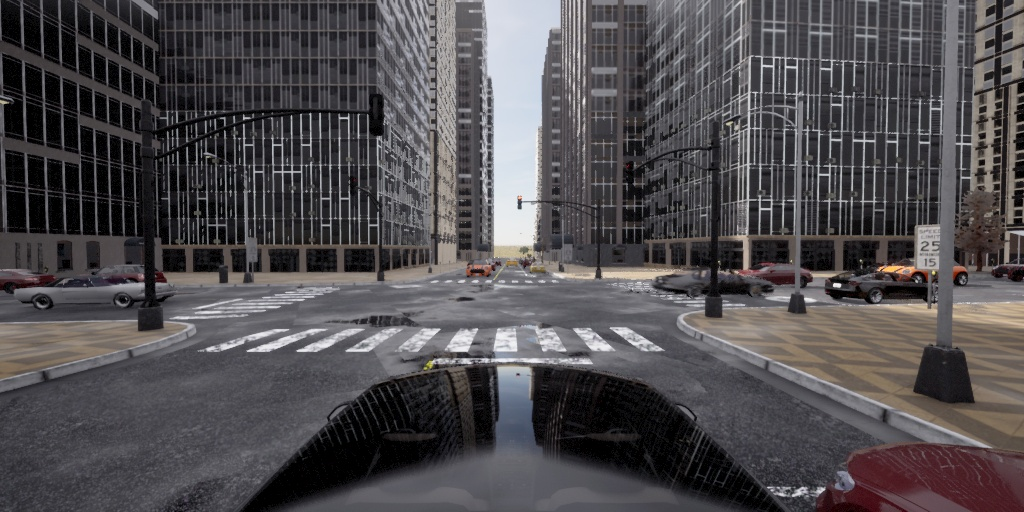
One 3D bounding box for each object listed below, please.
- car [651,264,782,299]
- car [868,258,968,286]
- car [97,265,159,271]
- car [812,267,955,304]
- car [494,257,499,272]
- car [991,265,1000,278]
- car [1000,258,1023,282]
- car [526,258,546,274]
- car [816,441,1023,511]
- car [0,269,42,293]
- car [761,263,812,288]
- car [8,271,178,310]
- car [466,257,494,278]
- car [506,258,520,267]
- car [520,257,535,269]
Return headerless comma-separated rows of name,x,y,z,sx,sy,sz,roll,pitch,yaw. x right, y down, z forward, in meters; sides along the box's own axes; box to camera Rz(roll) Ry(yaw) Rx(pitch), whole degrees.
car,9.690,1.261,17.541,5.357,1.411,2.033,0,1,-4
car,25.340,0.904,22.359,4.553,1.767,2.097,0,1,-5
car,-22.578,1.215,20.541,4.097,1.591,1.967,0,0,-5
car,16.124,1.294,15.706,4.313,1.339,1.948,0,0,-5
car,-3.118,1.200,46.903,1.882,1.535,5.008,0,0,0
car,37.693,0.865,26.122,4.097,1.591,1.967,0,0,-5
car,35.349,0.846,23.279,4.553,1.767,2.097,0,1,-5
car,2.806,1.254,39.946,1.751,1.417,4.829,0,0,0
car,2.692,1.333,0.408,1.802,1.307,4.207,0,0,0
car,-28.204,1.390,20.016,4.207,1.307,1.802,0,0,-5
car,15.392,1.135,21.449,4.674,1.442,1.812,0,1,-5
car,-17.345,1.469,15.199,4.718,1.301,1.895,0,1,-6
car,-3.112,1.085,34.291,2.097,1.767,4.553,0,0,0
car,-0.025,1.178,65.005,1.882,1.535,5.008,0,0,0
car,2.710,1.028,55.027,2.192,1.841,5.009,0,0,0
